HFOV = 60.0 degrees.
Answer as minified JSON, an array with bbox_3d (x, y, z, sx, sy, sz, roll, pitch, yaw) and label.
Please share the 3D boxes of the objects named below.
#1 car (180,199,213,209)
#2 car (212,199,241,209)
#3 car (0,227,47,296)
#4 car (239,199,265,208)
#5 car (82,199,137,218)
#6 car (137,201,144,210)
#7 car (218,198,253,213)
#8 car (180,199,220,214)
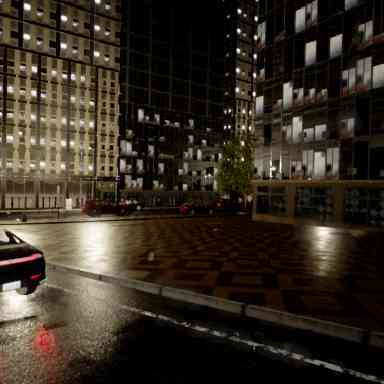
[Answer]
[{"bbox_3d":[0.763,1.784,50.045,4.829,1.417,1.752,1,1,-34],"label":"car"},{"bbox_3d":[5.582,1.872,53.343,4.313,1.339,1.947,1,1,-34],"label":"car"},{"bbox_3d":[-5.220,1.487,7.409,4.902,1.511,2.128,0,0,36],"label":"car"},{"bbox_3d":[10.260,1.934,56.545,4.206,1.307,1.802,1,1,-34],"label":"car"},{"bbox_3d":[-8.679,1.645,34.031,5.009,1.841,2.192,1,1,-34],"label":"car"},{"bbox_3d":[-8.454,1.720,43.739,4.403,1.369,2.008,1,1,-34],"label":"car"},{"bbox_3d":[5.356,1.782,43.634,5.009,1.841,2.192,1,1,-34],"label":"car"},{"bbox_3d":[0.672,1.965,40.437,4.507,1.381,1.887,1,1,-34],"label":"car"}]
